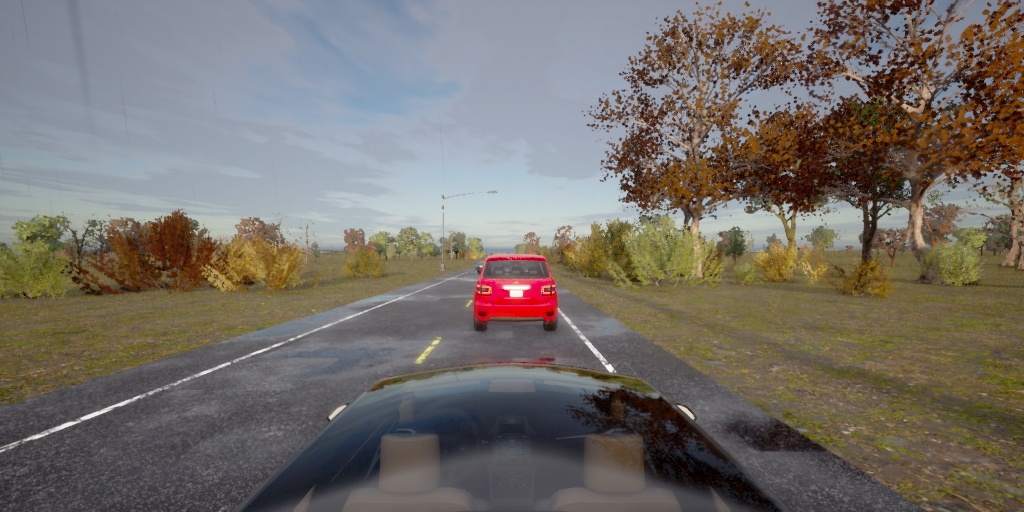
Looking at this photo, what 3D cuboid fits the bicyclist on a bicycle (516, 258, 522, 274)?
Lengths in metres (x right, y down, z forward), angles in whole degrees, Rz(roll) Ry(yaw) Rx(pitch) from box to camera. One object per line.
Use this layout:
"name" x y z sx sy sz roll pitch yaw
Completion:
"bicyclist on a bicycle" 0.780 1.107 40.240 0.659 1.776 1.843 0 0 0

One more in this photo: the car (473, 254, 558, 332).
"car" 0.077 0.968 11.048 2.150 2.045 5.566 0 0 -1

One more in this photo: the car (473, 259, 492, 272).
"car" -3.848 1.227 47.050 2.128 1.511 4.902 0 0 -1

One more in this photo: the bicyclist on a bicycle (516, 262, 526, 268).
"bicyclist on a bicycle" 0.857 1.110 30.227 0.659 1.776 1.843 0 0 0
